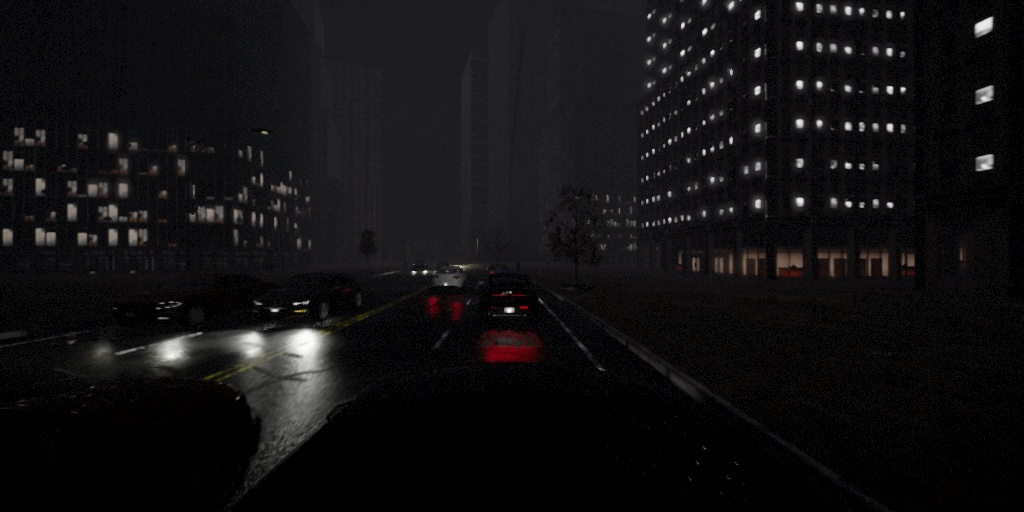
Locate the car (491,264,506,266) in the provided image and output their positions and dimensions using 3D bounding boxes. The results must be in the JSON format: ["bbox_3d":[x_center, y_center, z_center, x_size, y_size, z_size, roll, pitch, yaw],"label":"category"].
[{"bbox_3d":[-1.227,1.414,31.907,2.033,1.411,5.357,0,0,-5],"label":"car"}]

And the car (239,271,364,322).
[{"bbox_3d":[-6.832,1.304,12.632,1.837,1.490,4.892,0,0,-2],"label":"car"}]

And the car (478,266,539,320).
[{"bbox_3d":[-0.141,1.300,12.761,1.837,1.490,4.892,0,0,-2],"label":"car"}]

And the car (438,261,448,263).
[{"bbox_3d":[-10.622,1.450,55.020,2.128,1.511,4.902,0,0,-8],"label":"car"}]

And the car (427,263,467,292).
[{"bbox_3d":[-3.810,1.359,22.254,1.812,1.442,4.674,0,0,-3],"label":"car"}]

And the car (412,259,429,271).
[{"bbox_3d":[-13.765,1.310,54.027,2.097,1.767,4.553,0,0,-8],"label":"car"}]

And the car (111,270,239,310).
[{"bbox_3d":[-10.057,1.277,11.875,1.882,1.535,5.008,0,0,-2],"label":"car"}]

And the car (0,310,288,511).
[{"bbox_3d":[-3.181,1.277,1.263,1.812,1.442,4.674,0,0,0],"label":"car"}]
